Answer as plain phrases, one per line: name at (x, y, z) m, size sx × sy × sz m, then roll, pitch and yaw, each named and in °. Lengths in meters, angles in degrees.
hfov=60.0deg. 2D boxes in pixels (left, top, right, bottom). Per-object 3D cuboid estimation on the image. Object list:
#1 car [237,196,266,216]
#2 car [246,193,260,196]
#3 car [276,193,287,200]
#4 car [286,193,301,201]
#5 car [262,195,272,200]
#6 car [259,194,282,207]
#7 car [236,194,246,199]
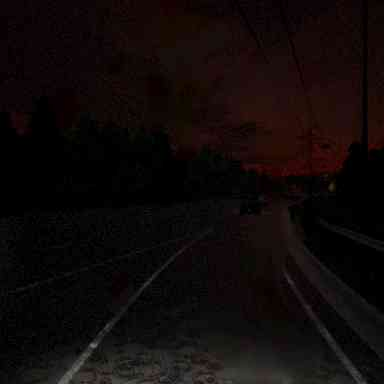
car at (5.709, 1.442, 31.702) m, size 1.882 × 1.535 × 5.008 m, roll 0°, pitch 0°, yaw 15°
car at (16.968, 1.418, 91.055) m, size 2.128 × 1.511 × 4.902 m, roll 0°, pitch 0°, yaw 22°
car at (23.460, 1.148, 88.432) m, size 2.150 × 2.045 × 5.566 m, roll 0°, pitch 0°, yaw 22°
car at (26.687, 1.477, 87.081) m, size 2.033 × 1.411 × 5.357 m, roll 0°, pitch 0°, yaw 22°
car at (20.365, 1.433, 90.116) m, size 1.812 × 1.442 × 4.674 m, roll 0°, pitch 0°, yaw 22°
car at (12.010, 1.446, 50.686) m, size 2.128 × 1.511 × 4.902 m, roll 0°, pitch 0°, yaw 21°
car at (13.876, 1.234, 92.737) m, size 2.097 × 1.767 × 4.553 m, roll 0°, pitch 0°, yaw 22°
